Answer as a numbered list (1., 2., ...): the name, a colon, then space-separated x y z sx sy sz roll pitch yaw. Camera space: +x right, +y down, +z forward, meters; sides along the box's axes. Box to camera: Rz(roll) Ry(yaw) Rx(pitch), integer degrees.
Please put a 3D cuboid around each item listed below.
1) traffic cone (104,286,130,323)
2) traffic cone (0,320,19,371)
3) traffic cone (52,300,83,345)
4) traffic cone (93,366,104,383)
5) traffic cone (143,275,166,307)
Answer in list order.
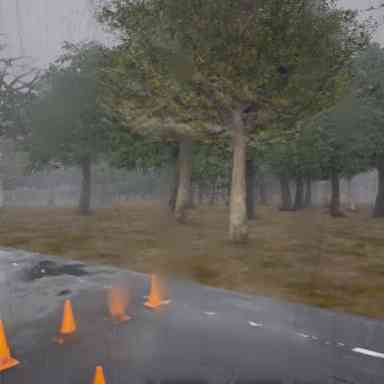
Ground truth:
1. traffic cone: -1.350 1.988 5.989 0.340 0.580 0.340 0 0 36
2. traffic cone: -2.520 1.976 4.368 0.340 0.580 0.340 0 0 36
3. traffic cone: -1.935 1.982 5.179 0.340 0.580 0.340 0 0 36
4. traffic cone: -0.899 1.973 3.197 0.340 0.580 0.340 0 0 36
5. traffic cone: -0.764 1.994 6.800 0.340 0.580 0.340 0 0 36
